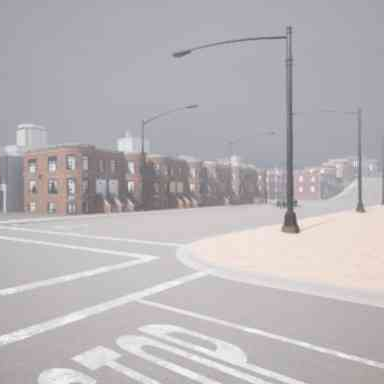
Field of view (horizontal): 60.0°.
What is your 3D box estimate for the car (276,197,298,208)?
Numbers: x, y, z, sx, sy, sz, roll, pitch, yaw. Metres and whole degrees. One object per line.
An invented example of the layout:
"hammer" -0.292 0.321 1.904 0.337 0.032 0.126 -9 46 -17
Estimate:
"car" 13.899 1.507 48.632 1.882 1.535 5.008 -1 -1 38
